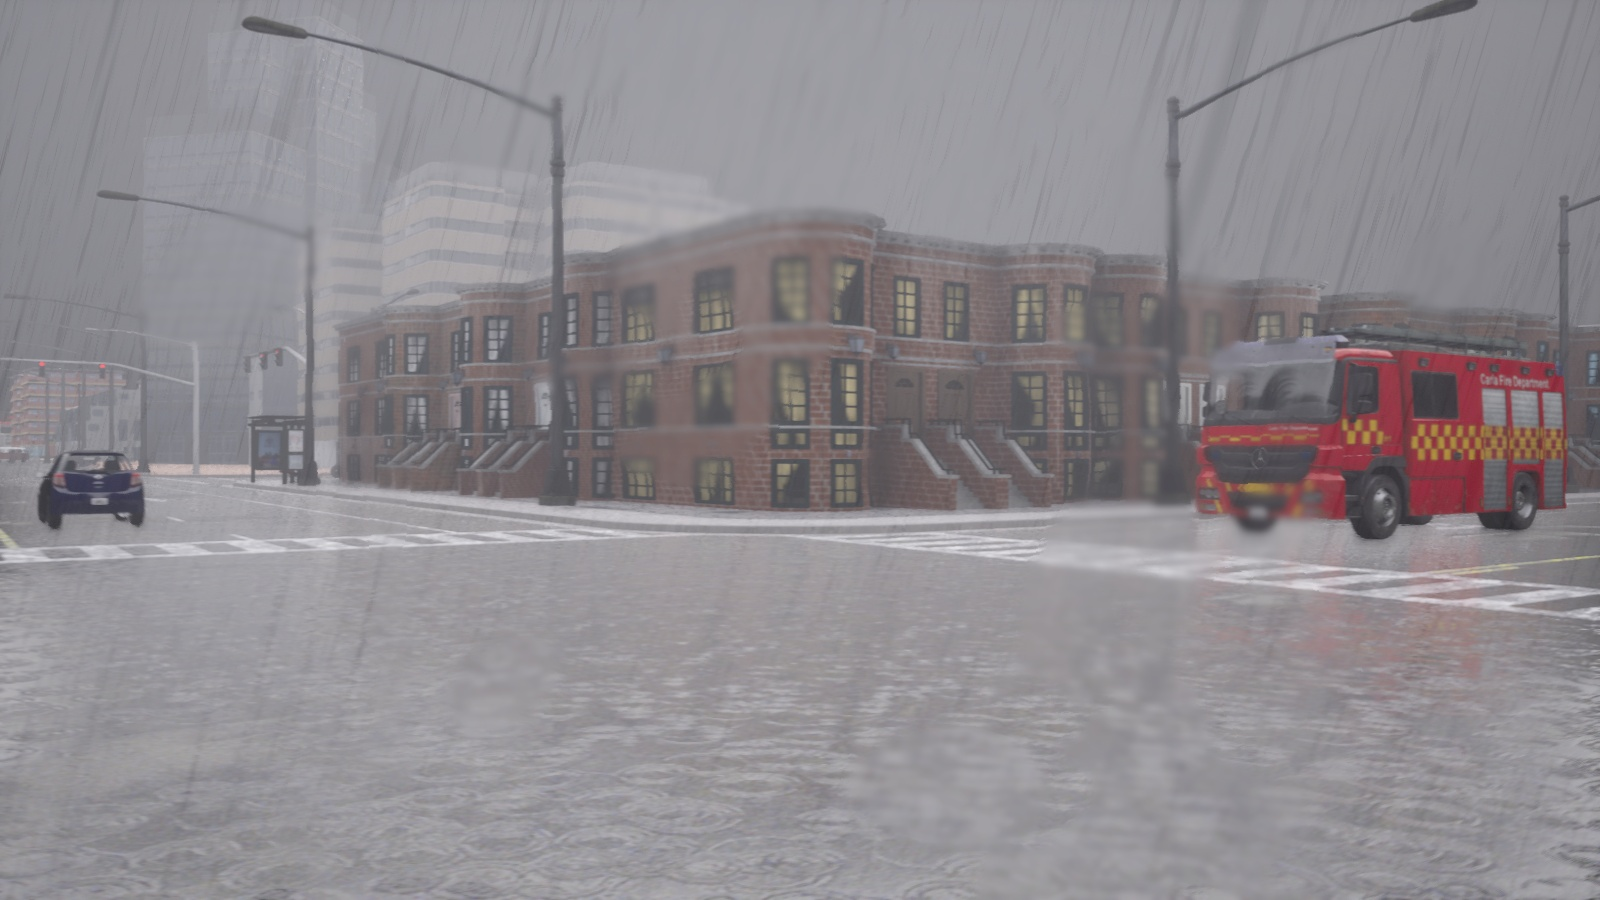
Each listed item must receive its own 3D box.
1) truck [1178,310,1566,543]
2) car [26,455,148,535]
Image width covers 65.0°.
[{"bbox_3d":[11.245,-0.384,24.279,8.468,3.827,2.891,0,0,-35],"label":"truck"},{"bbox_3d":[-14.605,0.852,25.643,1.845,1.501,3.633,0,0,-35],"label":"car"}]
